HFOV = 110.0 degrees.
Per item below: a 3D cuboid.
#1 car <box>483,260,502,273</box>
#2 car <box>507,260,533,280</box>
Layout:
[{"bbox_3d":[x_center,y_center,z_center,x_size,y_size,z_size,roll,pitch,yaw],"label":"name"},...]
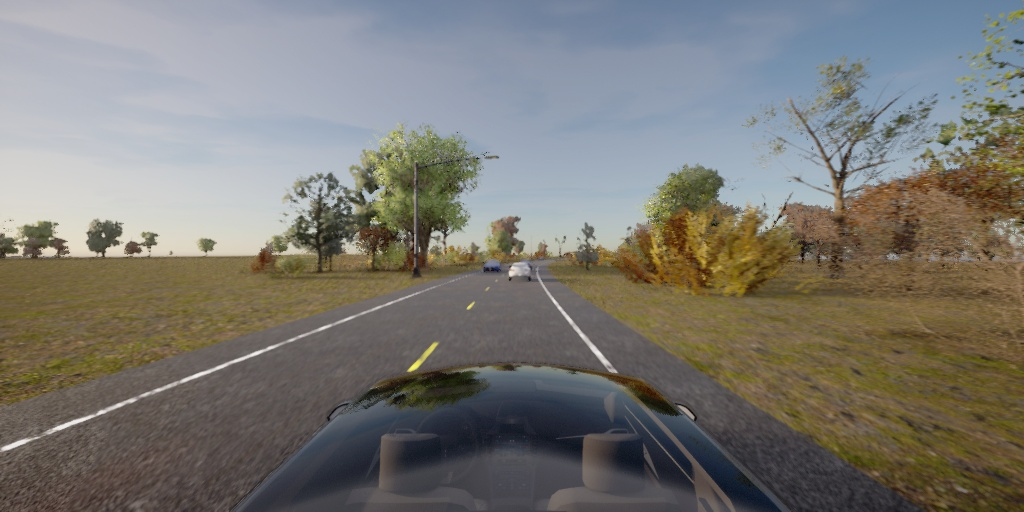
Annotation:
[{"bbox_3d":[-2.320,1.208,43.336,1.882,1.535,5.008,0,0,4],"label":"car"},{"bbox_3d":[0.702,1.267,30.674,1.812,1.442,4.674,0,0,2],"label":"car"}]
